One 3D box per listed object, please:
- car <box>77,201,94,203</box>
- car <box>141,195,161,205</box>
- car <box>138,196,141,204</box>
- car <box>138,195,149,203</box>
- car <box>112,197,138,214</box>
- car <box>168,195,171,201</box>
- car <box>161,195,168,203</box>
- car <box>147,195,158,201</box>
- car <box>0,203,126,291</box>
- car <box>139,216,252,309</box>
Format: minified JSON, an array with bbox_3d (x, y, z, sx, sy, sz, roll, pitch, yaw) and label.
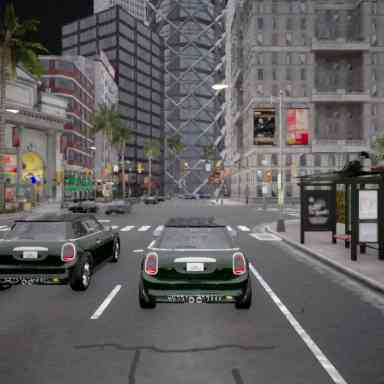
[{"bbox_3d":[-10.558,1.601,32.572,1.895,1.301,4.718,0,0,0],"label":"car"},{"bbox_3d":[-7.005,1.477,57.234,1.882,1.535,5.008,0,0,0],"label":"car"},{"bbox_3d":[-10.501,1.564,57.877,1.994,1.385,4.181,0,0,0],"label":"car"},{"bbox_3d":[-10.405,1.500,71.612,1.837,1.490,4.892,0,0,0],"label":"car"},{"bbox_3d":[-7.057,1.547,32.658,2.033,1.411,5.357,0,0,0],"label":"car"},{"bbox_3d":[-6.633,1.500,86.421,1.837,1.490,4.892,0,0,3],"label":"car"},{"bbox_3d":[-6.905,1.595,71.285,1.895,1.301,4.718,0,0,0],"label":"car"},{"bbox_3d":[-10.191,1.500,85.978,1.837,1.490,4.892,0,0,3],"label":"car"},{"bbox_3d":[-3.417,1.352,9.187,2.097,1.767,4.553,0,0,0],"label":"car"},{"bbox_3d":[0.075,1.352,8.040,2.097,1.767,4.553,0,0,0],"label":"car"}]
